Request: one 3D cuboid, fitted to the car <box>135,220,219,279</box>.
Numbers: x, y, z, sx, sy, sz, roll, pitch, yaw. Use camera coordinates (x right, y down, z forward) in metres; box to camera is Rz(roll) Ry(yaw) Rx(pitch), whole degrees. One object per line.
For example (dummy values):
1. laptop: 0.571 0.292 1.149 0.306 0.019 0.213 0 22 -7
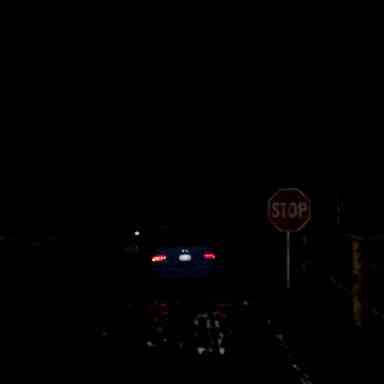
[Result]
1. car: -0.694 1.583 10.215 2.033 1.411 5.357 0 0 -12
